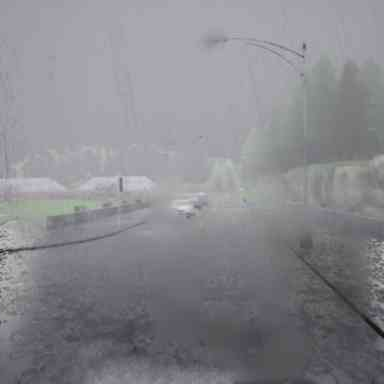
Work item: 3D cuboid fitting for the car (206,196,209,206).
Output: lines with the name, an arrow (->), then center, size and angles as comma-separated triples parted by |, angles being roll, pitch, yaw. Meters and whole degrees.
car -> 1.386, 1.175, 48.014 | 1.837, 1.490, 4.892 | -1, 0, 6

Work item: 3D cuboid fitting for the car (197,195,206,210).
car -> 0.219, 1.276, 37.916 | 1.812, 1.442, 4.674 | -1, 0, 7

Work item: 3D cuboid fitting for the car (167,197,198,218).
car -> -0.856, 1.353, 28.056 | 1.812, 1.442, 4.674 | -1, 0, 6
